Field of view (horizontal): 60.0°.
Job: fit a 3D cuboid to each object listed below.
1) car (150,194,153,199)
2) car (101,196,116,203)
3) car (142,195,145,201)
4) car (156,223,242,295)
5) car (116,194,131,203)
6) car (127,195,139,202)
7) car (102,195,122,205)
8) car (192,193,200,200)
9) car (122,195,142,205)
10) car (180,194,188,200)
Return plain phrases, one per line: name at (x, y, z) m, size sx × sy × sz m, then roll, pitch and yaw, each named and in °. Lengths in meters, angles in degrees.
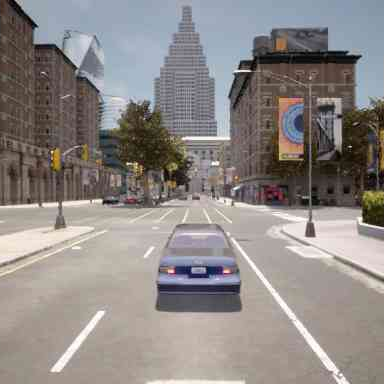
car at (-10.514, 1.355, 79.588) m, size 2.097 × 1.767 × 4.553 m, roll 0°, pitch 0°, yaw 1°
car at (-17.387, 1.595, 69.776) m, size 1.895 × 1.301 × 4.718 m, roll 0°, pitch 0°, yaw 1°
car at (-10.640, 1.500, 69.600) m, size 1.837 × 1.490 × 4.892 m, roll 0°, pitch 0°, yaw 1°
car at (0.171, 1.547, 8.882) m, size 2.033 × 1.411 × 5.357 m, roll 0°, pitch 0°, yaw 1°
car at (-14.151, 1.355, 68.729) m, size 2.097 × 1.767 × 4.553 m, roll 0°, pitch 0°, yaw 1°
car at (-14.023, 1.478, 78.828) m, size 1.882 × 1.535 × 5.008 m, roll 0°, pitch 0°, yaw 1°
car at (-14.351, 1.601, 58.622) m, size 1.895 × 1.301 × 4.718 m, roll 0°, pitch 0°, yaw 1°
car at (1.118, 1.350, 89.961) m, size 2.097 × 1.767 × 4.553 m, roll 0°, pitch 0°, yaw 1°
car at (-10.832, 1.478, 59.804) m, size 1.882 × 1.535 × 5.008 m, roll 0°, pitch 0°, yaw 1°
car at (-2.386, 1.540, 89.603) m, size 2.033 × 1.411 × 5.357 m, roll 0°, pitch 0°, yaw 1°
